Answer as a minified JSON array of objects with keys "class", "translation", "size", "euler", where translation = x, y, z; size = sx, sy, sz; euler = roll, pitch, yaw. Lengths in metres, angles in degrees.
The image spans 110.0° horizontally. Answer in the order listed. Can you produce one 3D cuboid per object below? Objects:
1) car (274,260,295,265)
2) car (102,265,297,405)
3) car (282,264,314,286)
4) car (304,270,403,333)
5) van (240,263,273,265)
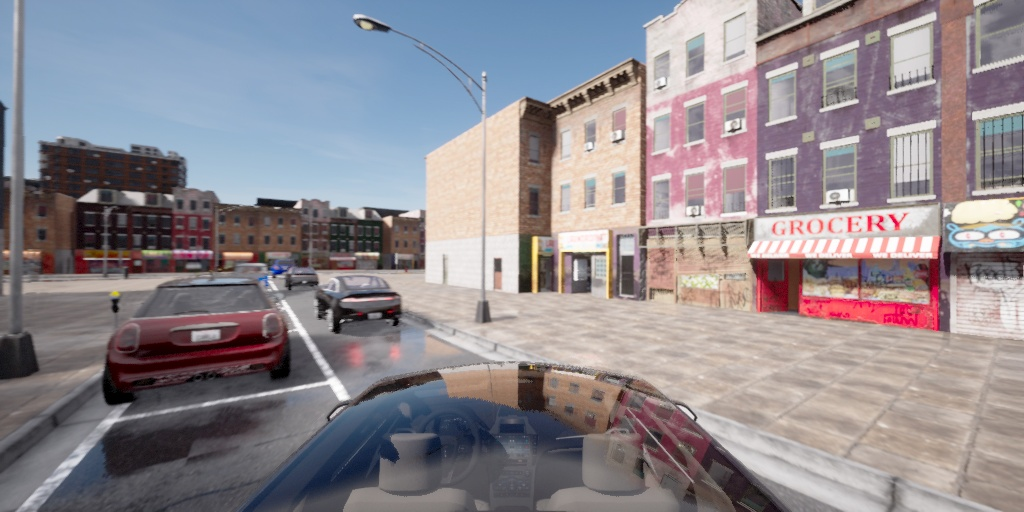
[{"class":"car","translation":[-24.773,1.414,39.032],"size":[2.150,2.045,5.566],"euler":[1,-1,-35]},{"class":"car","translation":[-5.536,1.158,6.781],"size":[2.097,1.767,4.553],"euler":[1,-1,-35]},{"class":"car","translation":[-14.695,1.511,24.993],"size":[2.128,1.511,4.902],"euler":[1,-1,-35]},{"class":"car","translation":[-4.953,1.352,11.286],"size":[2.128,1.511,4.902],"euler":[1,-1,-35]},{"class":"van","translation":[-15.031,1.309,20.728],"size":[1.690,1.789,3.998],"euler":[0,0,-35]}]
